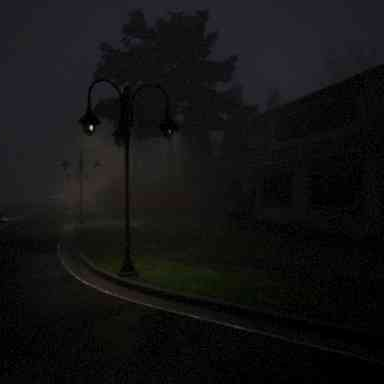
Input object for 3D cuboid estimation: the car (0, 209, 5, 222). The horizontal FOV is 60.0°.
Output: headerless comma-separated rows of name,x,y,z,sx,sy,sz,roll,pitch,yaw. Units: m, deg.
car,-14.136,1.471,22.438,2.033,1.411,5.357,0,0,-20
